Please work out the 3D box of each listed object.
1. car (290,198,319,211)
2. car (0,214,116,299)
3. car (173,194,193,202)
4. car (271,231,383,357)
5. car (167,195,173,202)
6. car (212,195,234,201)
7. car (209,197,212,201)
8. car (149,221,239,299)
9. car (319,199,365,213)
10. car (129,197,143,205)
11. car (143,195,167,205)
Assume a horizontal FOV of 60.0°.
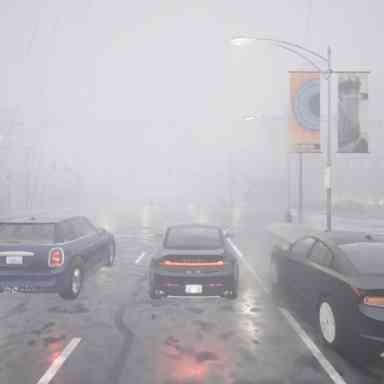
[{"bbox_3d":[14.270,1.491,40.570,4.902,1.511,2.128,0,0,1],"label":"car"},{"bbox_3d":[-3.450,1.352,8.625,2.097,1.767,4.553,0,0,0],"label":"car"},{"bbox_3d":[-1.552,1.355,72.155,2.097,1.767,4.553,0,0,29],"label":"car"},{"bbox_3d":[2.892,1.480,6.284,2.097,1.535,5.008,0,0,0],"label":"car"},{"bbox_3d":[-4.056,1.355,74.798,2.097,1.767,4.553,0,0,29],"label":"car"},{"bbox_3d":[8.415,1.540,84.267,5.357,1.411,2.033,0,0,-40],"label":"car"},{"bbox_3d":[6.551,1.552,87.269,4.181,1.385,1.994,0,0,-40],"label":"car"},{"bbox_3d":[0.049,1.505,8.443,1.837,1.490,4.892,0,0,0],"label":"car"},{"bbox_3d":[16.855,1.564,37.009,4.181,1.385,1.994,0,0,0],"label":"car"},{"bbox_3d":[-9.607,1.547,60.178,2.033,1.411,5.357,0,0,12],"label":"car"},{"bbox_3d":[-6.387,1.352,57.694,2.097,1.767,4.553,0,0,10],"label":"car"}]
